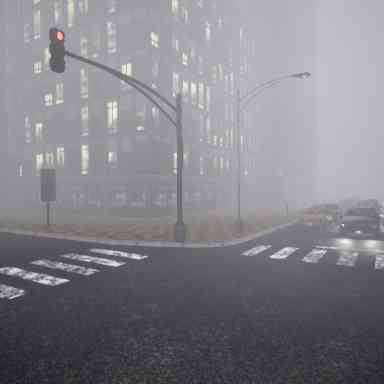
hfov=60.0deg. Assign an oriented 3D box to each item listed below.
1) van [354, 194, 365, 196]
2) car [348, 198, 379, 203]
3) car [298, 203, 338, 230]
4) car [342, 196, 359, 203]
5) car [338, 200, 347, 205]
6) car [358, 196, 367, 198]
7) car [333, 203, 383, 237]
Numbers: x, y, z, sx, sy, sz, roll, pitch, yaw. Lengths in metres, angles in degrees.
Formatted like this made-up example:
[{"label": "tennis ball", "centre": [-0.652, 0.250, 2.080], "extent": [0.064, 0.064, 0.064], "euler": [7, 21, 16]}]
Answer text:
[{"label": "van", "centre": [30.144, 1.311, 60.713], "extent": [1.690, 1.788, 3.998], "euler": [-1, 0, 29]}, {"label": "car", "centre": [14.204, 1.476, 26.973], "extent": [2.128, 1.511, 4.902], "euler": [0, 0, 30]}, {"label": "car", "centre": [7.901, 1.515, 21.128], "extent": [1.752, 1.417, 4.829], "euler": [-1, 0, 29]}, {"label": "car", "centre": [19.065, 1.524, 40.993], "extent": [1.887, 1.381, 4.507], "euler": [-1, 0, 29]}, {"label": "car", "centre": [10.755, 1.553, 26.205], "extent": [1.947, 1.339, 4.313], "euler": [-1, 0, 29]}, {"label": "car", "centre": [19.263, 1.485, 35.827], "extent": [1.837, 1.490, 4.892], "euler": [0, 0, 29]}, {"label": "car", "centre": [9.311, 1.537, 18.308], "extent": [2.033, 1.411, 5.357], "euler": [0, 0, 29]}]
